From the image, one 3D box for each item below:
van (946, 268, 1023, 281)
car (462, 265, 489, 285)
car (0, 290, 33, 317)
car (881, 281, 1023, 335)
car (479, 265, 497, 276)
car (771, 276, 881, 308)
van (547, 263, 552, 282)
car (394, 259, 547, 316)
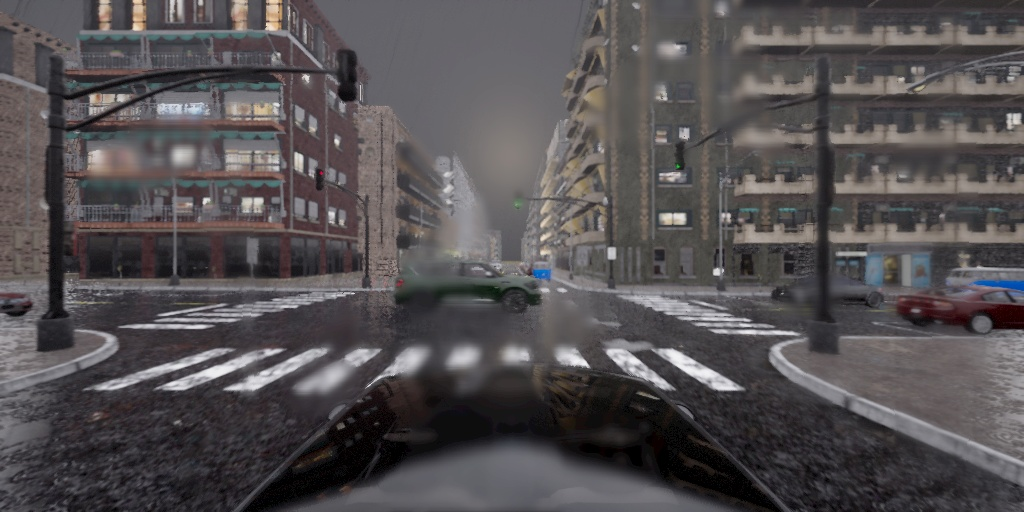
[{"bbox_3d":[26.097,1.548,19.409,3.998,1.789,1.690,0,0,0],"label":"van"},{"bbox_3d":[-3.095,1.592,31.750,1.882,1.535,5.008,0,0,0],"label":"car"},{"bbox_3d":[-17.741,1.324,11.127,4.207,1.307,1.802,0,0,0],"label":"car"},{"bbox_3d":[14.711,1.607,11.062,4.507,1.381,1.888,0,0,0],"label":"car"},{"bbox_3d":[-3.088,1.875,46.668,1.994,1.385,4.181,0,-1,0],"label":"car"},{"bbox_3d":[14.748,1.641,16.863,4.181,1.385,1.994,0,0,0],"label":"car"},{"bbox_3d":[2.820,1.481,33.839,1.690,1.789,3.998,0,0,0],"label":"van"},{"bbox_3d":[-1.648,1.138,13.800,5.566,2.045,2.150,0,-1,0],"label":"car"}]
